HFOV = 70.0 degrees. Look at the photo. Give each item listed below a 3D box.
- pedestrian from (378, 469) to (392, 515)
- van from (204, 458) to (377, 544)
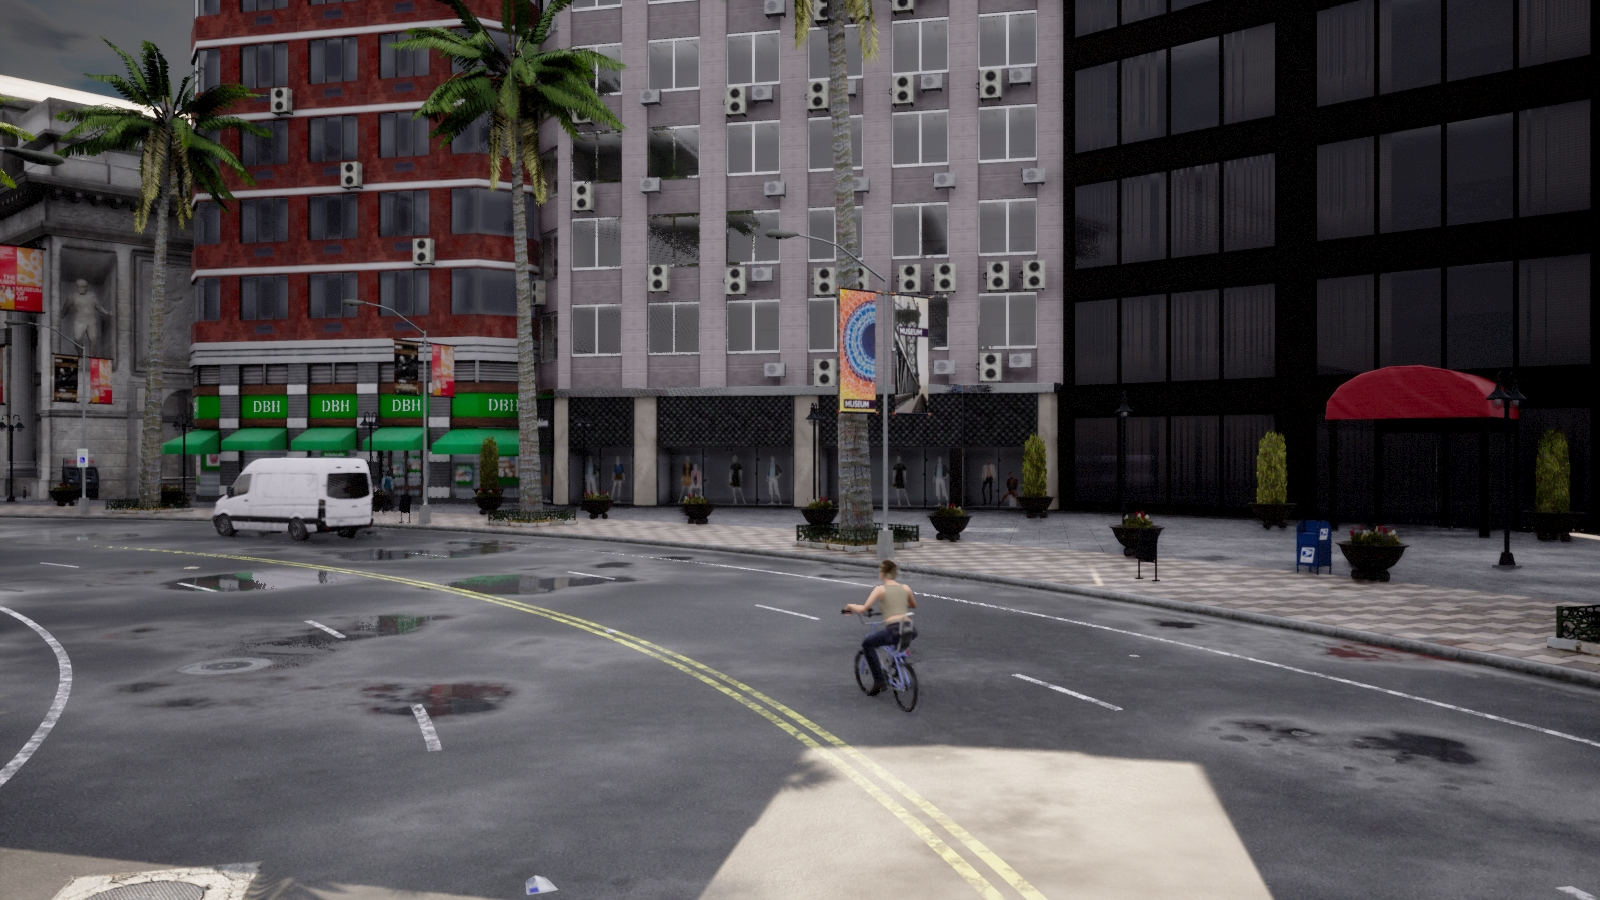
[{"bbox_3d":[-16.947,1.697,46.681,0.375,1.860,0.375,0,0,26],"label":"pedestrian"},{"bbox_3d":[-16.376,1.534,36.633,5.915,2.561,1.988,0,0,30],"label":"van"}]
